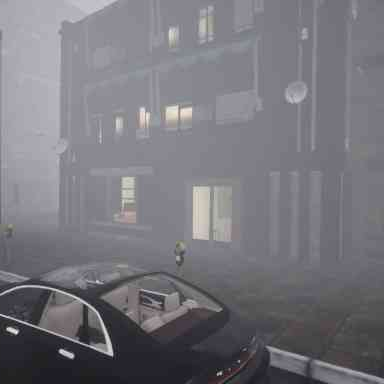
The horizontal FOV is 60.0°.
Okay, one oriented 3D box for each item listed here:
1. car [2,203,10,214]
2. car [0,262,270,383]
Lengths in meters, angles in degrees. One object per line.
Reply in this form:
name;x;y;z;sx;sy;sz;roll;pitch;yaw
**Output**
car;-21.544;1.623;34.882;2.008;1.369;4.403;1;0;36
car;-1.300;1.550;3.939;4.403;1.369;2.008;0;1;35
